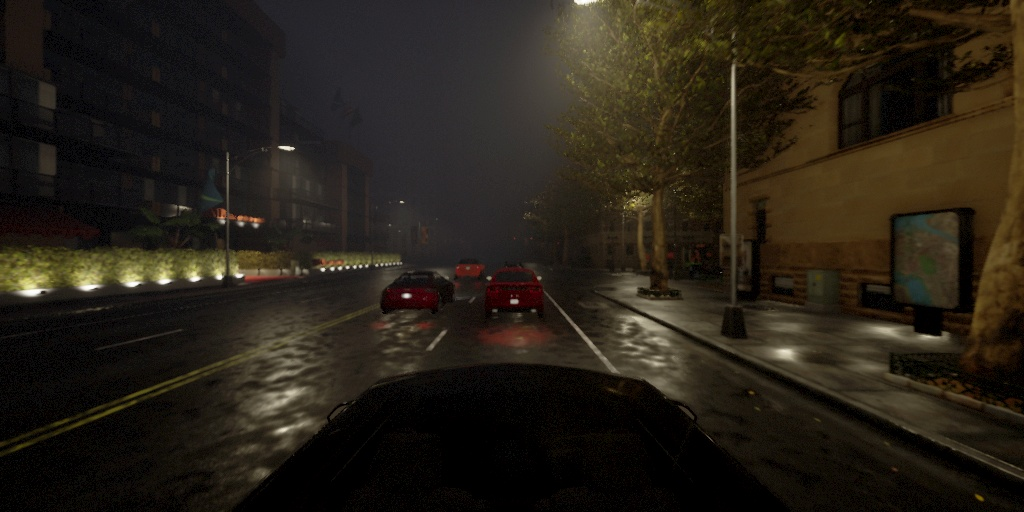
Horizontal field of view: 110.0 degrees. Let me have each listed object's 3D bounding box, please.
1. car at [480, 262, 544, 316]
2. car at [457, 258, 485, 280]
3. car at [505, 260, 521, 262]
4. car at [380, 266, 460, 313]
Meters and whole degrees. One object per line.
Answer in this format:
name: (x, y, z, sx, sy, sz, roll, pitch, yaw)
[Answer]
car: (0.083, 1.171, 13.015, 1.882, 1.535, 5.008, 0, 0, 0)
car: (-3.404, 0.962, 29.866, 2.097, 1.767, 4.553, 0, 0, 0)
car: (0.098, 1.101, 30.116, 2.128, 1.511, 4.902, 0, 0, 0)
car: (-3.414, 1.255, 13.647, 1.994, 1.385, 4.181, 0, 0, 0)
